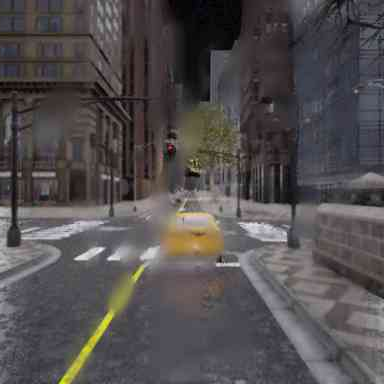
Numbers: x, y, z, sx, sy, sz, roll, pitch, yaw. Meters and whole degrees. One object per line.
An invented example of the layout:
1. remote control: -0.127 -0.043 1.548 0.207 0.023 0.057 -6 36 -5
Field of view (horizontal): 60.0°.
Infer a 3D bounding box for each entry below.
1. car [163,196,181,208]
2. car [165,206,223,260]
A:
1. car: -3.092 1.570 49.159 1.994 1.385 4.181 0 0 0
2. car: 0.069 1.518 12.580 1.882 1.535 5.008 0 0 0
